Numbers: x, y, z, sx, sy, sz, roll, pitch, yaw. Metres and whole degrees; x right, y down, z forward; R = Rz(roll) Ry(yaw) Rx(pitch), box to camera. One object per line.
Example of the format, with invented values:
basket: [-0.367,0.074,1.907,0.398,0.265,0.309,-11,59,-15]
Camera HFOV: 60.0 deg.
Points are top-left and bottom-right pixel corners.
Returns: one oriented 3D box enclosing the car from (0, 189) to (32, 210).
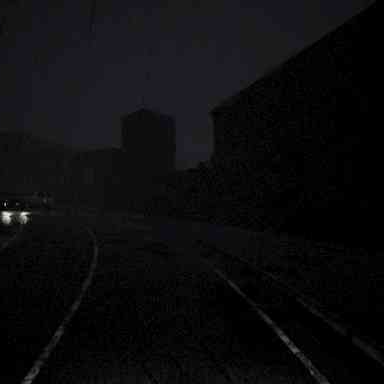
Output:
car: [-19.194,0.777,34.609,5.566,2.045,2.150,2,-2,42]

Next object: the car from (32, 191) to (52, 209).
car: [-18.360,0.915,38.740,5.566,2.045,2.150,2,-2,41]
